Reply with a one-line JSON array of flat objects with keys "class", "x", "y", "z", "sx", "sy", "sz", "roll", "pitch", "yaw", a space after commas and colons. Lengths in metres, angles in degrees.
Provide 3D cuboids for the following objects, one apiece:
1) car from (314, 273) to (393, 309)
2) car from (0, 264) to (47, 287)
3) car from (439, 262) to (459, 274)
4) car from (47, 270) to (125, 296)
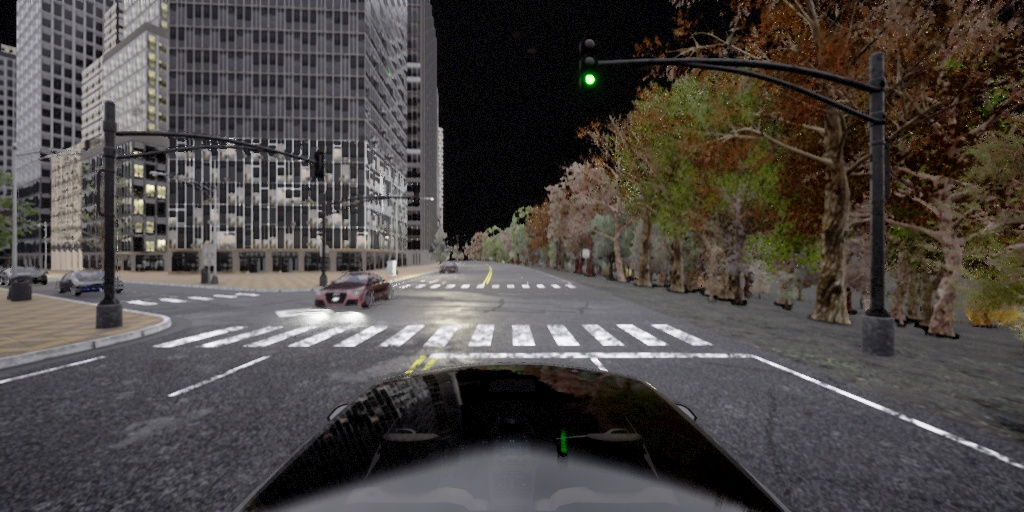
[{"class": "car", "x": -6.641, "y": 1.421, "z": 15.444, "sx": 1.994, "sy": 1.385, "sz": 4.181, "roll": -1, "pitch": 0, "yaw": -1}, {"class": "car", "x": -39.800, "y": 1.654, "z": 29.255, "sx": 4.892, "sy": 1.490, "sz": 1.837, "roll": 0, "pitch": 0, "yaw": 29}, {"class": "car", "x": -7.497, "y": 1.438, "z": 43.014, "sx": 2.033, "sy": 1.411, "sz": 5.357, "roll": 0, "pitch": 0, "yaw": -3}, {"class": "car", "x": -25.165, "y": 1.548, "z": 21.318, "sx": 5.357, "sy": 1.411, "sz": 2.033, "roll": -1, "pitch": 0, "yaw": 28}]
